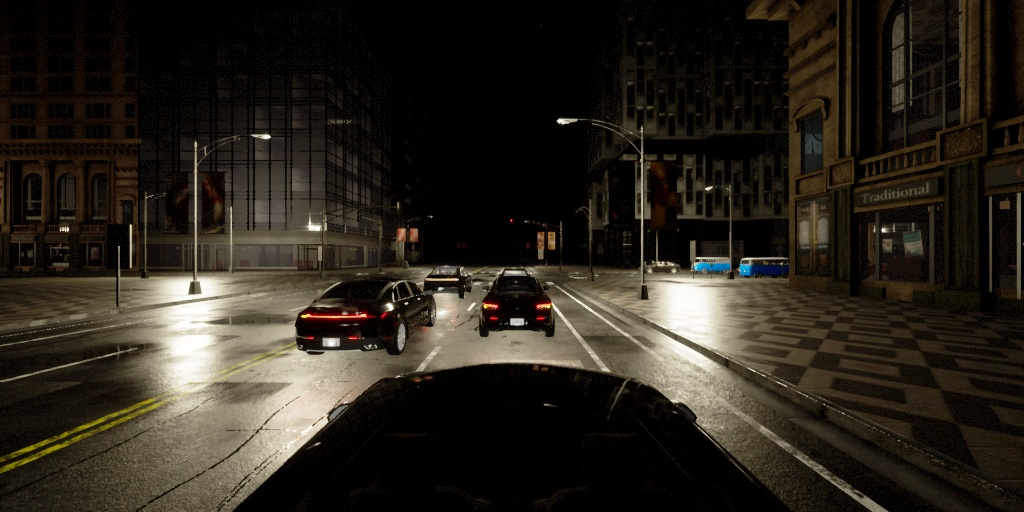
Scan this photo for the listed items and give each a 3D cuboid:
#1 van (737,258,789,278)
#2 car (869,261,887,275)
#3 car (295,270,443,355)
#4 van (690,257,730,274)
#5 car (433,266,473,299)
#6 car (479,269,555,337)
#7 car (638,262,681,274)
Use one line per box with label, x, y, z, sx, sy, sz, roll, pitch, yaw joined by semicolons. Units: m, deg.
van;21.544;1.032;30.332;3.998;1.789;1.690;0;0;0
car;32.781;1.251;30.251;4.207;1.307;1.802;0;0;0
car;-3.133;1.255;8.652;1.837;1.490;4.892;0;0;0
van;21.604;1.042;38.857;3.998;1.789;1.690;0;0;0
car;-3.104;1.241;18.067;2.128;1.511;4.902;0;0;0
car;0.124;1.276;10.147;1.812;1.442;4.674;0;0;0
car;15.985;1.263;38.898;4.403;1.370;2.007;0;0;0
